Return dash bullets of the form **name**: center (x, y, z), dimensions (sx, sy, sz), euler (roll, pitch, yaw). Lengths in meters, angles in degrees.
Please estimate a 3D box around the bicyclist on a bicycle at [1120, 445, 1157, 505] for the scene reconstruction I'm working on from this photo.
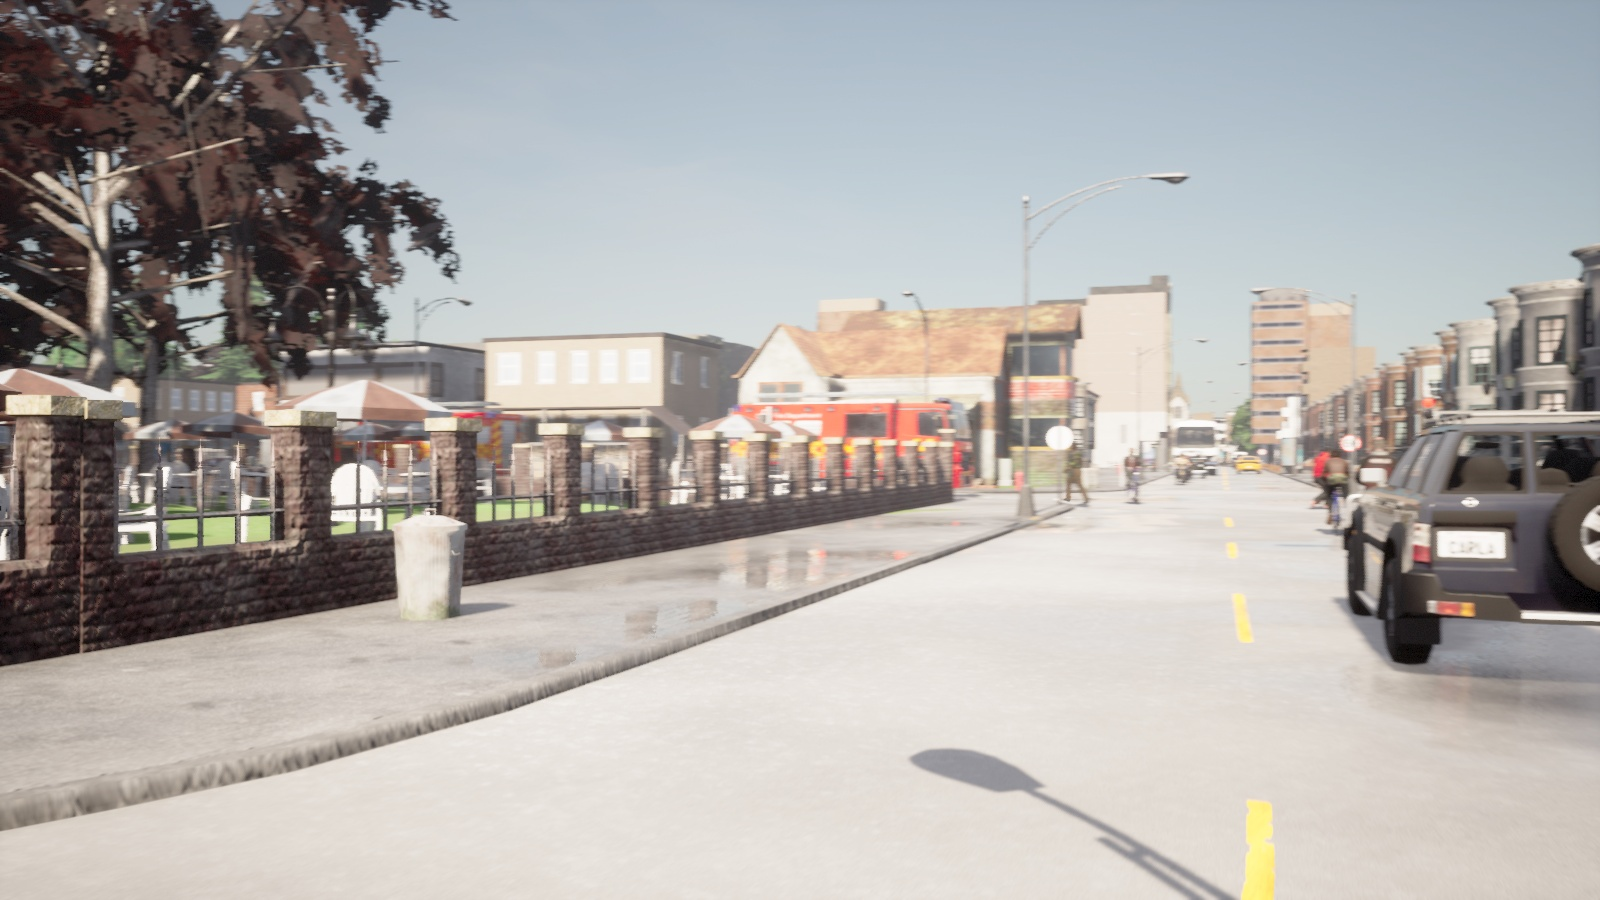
- **bicyclist on a bicycle**: center (10.323, 0.761, 38.365), dimensions (0.659, 1.776, 1.843), euler (0, 0, 2)

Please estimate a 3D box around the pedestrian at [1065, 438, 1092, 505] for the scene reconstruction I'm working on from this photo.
- **pedestrian**: center (8.073, 0.617, 36.363), dimensions (0.692, 1.930, 0.395), euler (0, 0, 23)

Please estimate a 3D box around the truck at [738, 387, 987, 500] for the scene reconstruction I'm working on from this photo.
- **truck**: center (2.255, -0.209, 45.297), dimensions (8.468, 3.827, 2.891), euler (0, 0, 19)

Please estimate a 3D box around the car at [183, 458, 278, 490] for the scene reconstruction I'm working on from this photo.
- **car**: center (-26.952, 1.105, 59.468), dimensions (3.806, 1.475, 1.970), euler (0, 0, 19)

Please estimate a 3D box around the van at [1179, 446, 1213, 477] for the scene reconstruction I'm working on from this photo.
- **van**: center (26.423, 0.770, 83.656), dimensions (2.069, 2.038, 4.480), euler (0, 0, 19)

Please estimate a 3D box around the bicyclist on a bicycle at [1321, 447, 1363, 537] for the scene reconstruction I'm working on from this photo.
- **bicyclist on a bicycle**: center (10.215, 0.772, 23.710), dimensions (0.582, 1.620, 1.656), euler (0, -1, 19)

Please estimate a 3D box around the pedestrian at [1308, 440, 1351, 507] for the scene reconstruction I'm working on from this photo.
- **pedestrian**: center (14.629, 0.646, 34.704), dimensions (0.899, 1.844, 0.634), euler (0, 0, 2)

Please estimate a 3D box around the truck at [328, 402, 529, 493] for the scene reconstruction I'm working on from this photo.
- **truck**: center (-16.546, -0.083, 55.932), dimensions (8.468, 3.827, 2.891), euler (0, 0, 19)

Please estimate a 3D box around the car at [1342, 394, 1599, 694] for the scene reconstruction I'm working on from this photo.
- **car**: center (5.561, 0.588, 9.965), dimensions (1.932, 1.855, 4.605), euler (0, 0, 19)

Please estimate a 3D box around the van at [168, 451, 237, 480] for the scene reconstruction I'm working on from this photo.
- **van**: center (-41.615, 1.089, 87.549), dimensions (1.775, 1.987, 4.442), euler (0, 0, 19)
